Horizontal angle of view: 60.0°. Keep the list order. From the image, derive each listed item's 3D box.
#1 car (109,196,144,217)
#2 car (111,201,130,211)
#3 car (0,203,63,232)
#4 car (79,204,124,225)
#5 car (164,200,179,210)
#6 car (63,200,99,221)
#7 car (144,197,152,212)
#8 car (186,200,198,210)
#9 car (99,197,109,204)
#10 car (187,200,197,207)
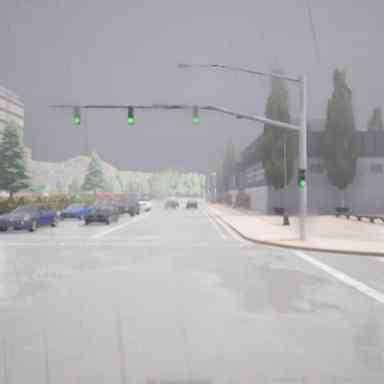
[{"bbox_3d":[-7.075,1.602,36.333,2.150,2.045,5.566,0,-1,0],"label":"car"},{"bbox_3d":[-10.559,2.082,49.436,1.994,1.385,4.181,0,-1,0],"label":"car"},{"bbox_3d":[-10.657,1.582,21.905,2.097,1.767,4.553,0,-1,2],"label":"car"},{"bbox_3d":[-7.083,1.880,26.592,1.895,1.301,4.718,0,-1,0],"label":"car"},{"bbox_3d":[-3.499,2.074,54.395,1.837,1.490,4.892,0,-1,0],"label":"car"},{"bbox_3d":[-10.590,1.803,31.038,1.882,1.535,5.008,0,-1,0],"label":"car"},{"bbox_3d":[-7.057,1.714,46.989,2.150,2.045,5.566,0,-1,1],"label":"car"},{"bbox_3d":[0.001,2.047,54.395,1.882,1.535,5.008,0,-1,0],"label":"car"},{"bbox_3d":[-10.585,1.767,39.554,2.097,1.767,4.553,0,-1,0],"label":"car"},{"bbox_3d":[0.001,2.243,64.764,1.994,1.385,4.181,0,-1,0],"label":"car"}]
